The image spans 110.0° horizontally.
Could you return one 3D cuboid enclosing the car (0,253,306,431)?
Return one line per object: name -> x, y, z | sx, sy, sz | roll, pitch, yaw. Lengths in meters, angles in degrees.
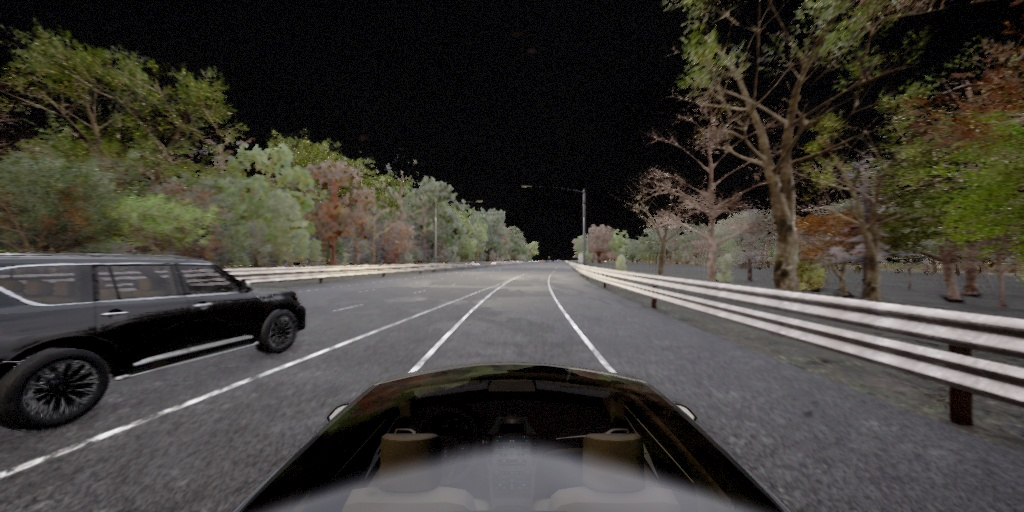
car -> -6.044, 0.992, 5.835 | 2.150, 2.045, 5.566 | 0, 0, 8
